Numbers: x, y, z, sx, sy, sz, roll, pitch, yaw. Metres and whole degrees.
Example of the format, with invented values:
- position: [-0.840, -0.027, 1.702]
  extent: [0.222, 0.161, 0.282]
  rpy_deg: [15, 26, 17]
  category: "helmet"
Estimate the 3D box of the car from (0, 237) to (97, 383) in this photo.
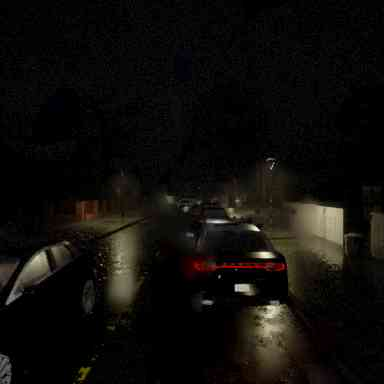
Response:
- position: [-2.793, 1.493, 4.695]
  extent: [2.128, 1.511, 4.902]
  rpy_deg: [0, 0, 1]
  category: "car"

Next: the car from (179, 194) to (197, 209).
- position: [-0.506, 1.256, 46.492]
  extent: [2.150, 2.045, 5.566]
  rpy_deg: [0, 0, 5]
  category: "car"

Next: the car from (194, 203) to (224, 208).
- position: [1.166, 1.533, 18.090]
  extent: [1.812, 1.442, 4.674]
  rpy_deg: [0, 0, 2]
  category: "car"

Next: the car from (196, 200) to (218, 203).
- position: [1.423, 1.537, 24.059]
  extent: [1.812, 1.442, 4.674]
  rpy_deg: [0, 0, 3]
  category: "car"

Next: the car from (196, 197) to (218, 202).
- position: [2.189, 1.523, 45.906]
  extent: [2.128, 1.511, 4.902]
  rpy_deg: [0, 0, 6]
  category: "car"

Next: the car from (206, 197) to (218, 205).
- position: [3.757, 1.651, 61.064]
  extent: [1.895, 1.301, 4.718]
  rpy_deg: [0, 0, 7]
  category: "car"

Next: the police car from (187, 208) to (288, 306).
- position: [0.896, 1.427, 8.247]
  extent: [1.930, 1.638, 5.238]
  rpy_deg: [0, 0, 1]
  category: "police car"
